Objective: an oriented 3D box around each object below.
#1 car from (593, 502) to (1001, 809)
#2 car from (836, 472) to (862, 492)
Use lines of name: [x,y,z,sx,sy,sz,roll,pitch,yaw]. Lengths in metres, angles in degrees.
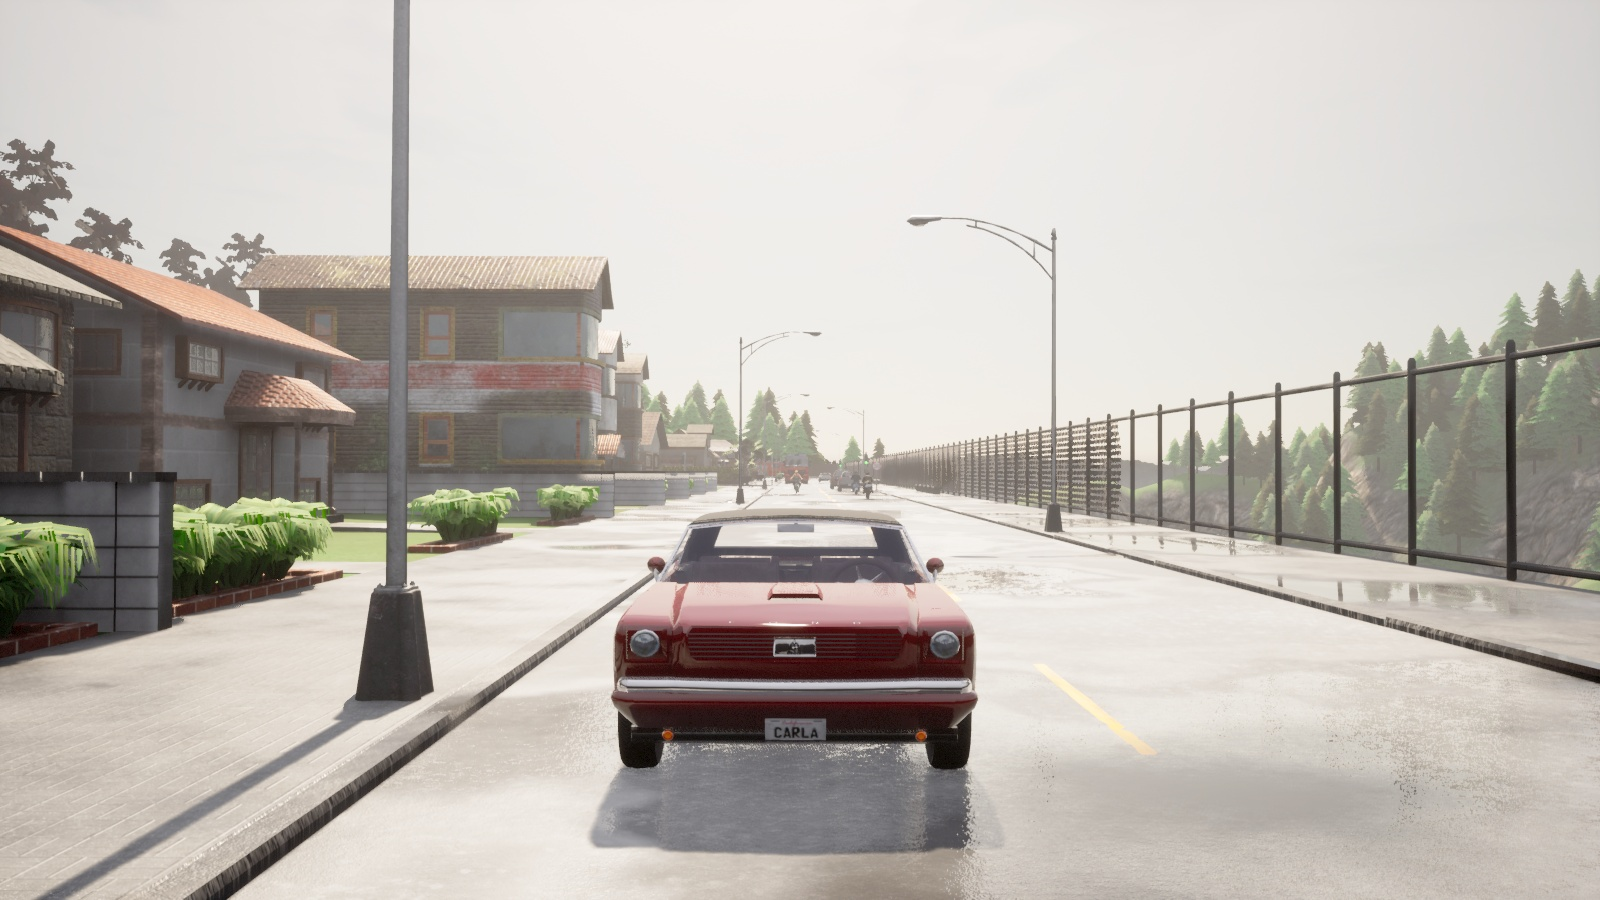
car: [-0.021,1.053,8.203,1.895,1.301,4.718,0,-1,0]
car: [3.757,2.434,96.728,1.845,1.501,3.633,0,-1,0]
